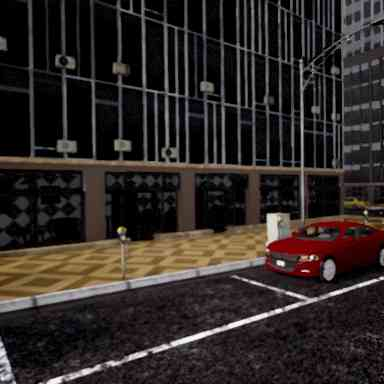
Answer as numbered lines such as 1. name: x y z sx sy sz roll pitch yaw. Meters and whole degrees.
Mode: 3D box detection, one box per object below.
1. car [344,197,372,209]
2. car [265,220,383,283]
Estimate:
1. car: 18.650 1.225 39.463 1.752 1.417 4.829 -1 1 -35
2. car: 4.044 1.531 9.615 4.507 1.381 1.887 0 -1 -35
